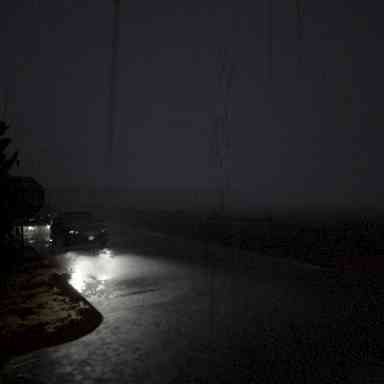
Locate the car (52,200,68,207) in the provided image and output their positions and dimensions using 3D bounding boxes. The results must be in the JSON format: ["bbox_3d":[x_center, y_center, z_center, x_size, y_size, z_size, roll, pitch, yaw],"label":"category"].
[{"bbox_3d":[-17.295,1.828,42.918,1.882,1.535,5.008,1,0,-13],"label":"car"}]

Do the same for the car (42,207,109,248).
[{"bbox_3d":[-5.502,1.680,15.948,2.128,1.511,4.902,0,-1,-32],"label":"car"}]

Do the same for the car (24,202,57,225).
[{"bbox_3d":[-12.859,1.806,27.618,1.837,1.490,4.892,0,-1,-32],"label":"car"}]
